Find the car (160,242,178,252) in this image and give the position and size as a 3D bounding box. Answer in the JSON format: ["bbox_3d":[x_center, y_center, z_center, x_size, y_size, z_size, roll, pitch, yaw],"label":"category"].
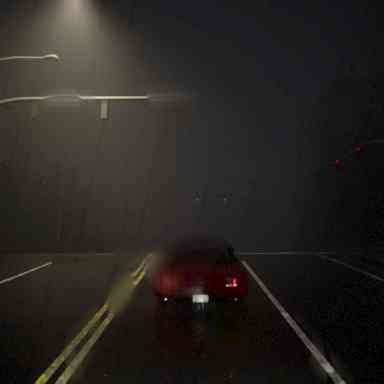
[{"bbox_3d":[-2.936,7.135,42.891,1.895,1.301,4.718,0,-10,1],"label":"car"}]

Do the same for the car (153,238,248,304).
[{"bbox_3d":[0.196,1.845,8.686,1.895,1.301,4.718,0,-2,1],"label":"car"}]

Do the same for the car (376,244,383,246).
[{"bbox_3d":[17.300,4.593,26.758,4.902,1.511,2.128,4,-10,1],"label":"car"}]
